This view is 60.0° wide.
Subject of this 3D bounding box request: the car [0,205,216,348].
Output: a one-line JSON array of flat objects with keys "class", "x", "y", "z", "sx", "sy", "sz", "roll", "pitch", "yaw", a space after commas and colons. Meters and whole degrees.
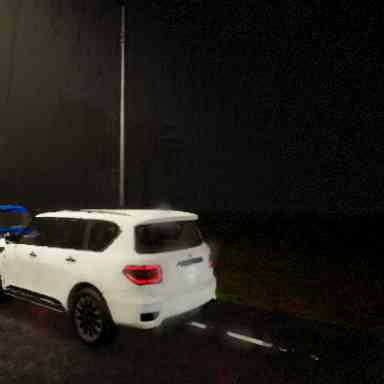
[{"class": "car", "x": -2.170, "y": 1.355, "z": 6.776, "sx": 5.566, "sy": 2.045, "sz": 2.150, "roll": -1, "pitch": -1, "yaw": 37}]
